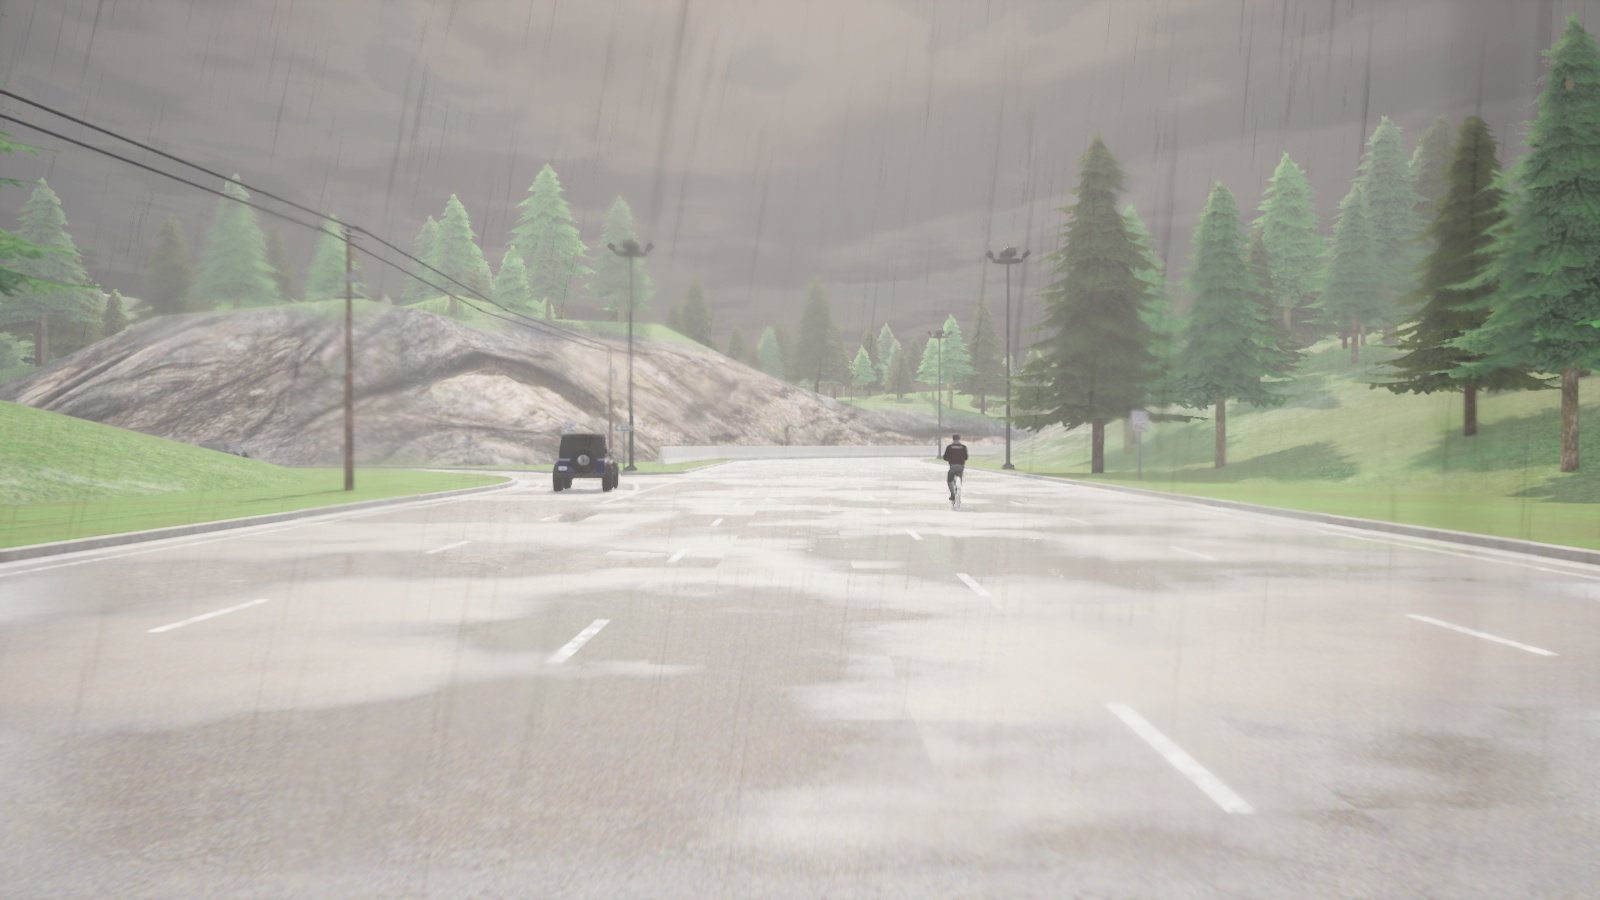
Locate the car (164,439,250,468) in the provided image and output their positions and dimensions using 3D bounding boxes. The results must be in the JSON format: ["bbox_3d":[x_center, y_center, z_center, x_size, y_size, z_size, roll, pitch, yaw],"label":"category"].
[{"bbox_3d":[-37.078,0.221,78.591,4.553,1.767,2.097,0,0,12],"label":"car"}]

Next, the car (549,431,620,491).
[{"bbox_3d":[-7.048,0.350,41.383,1.905,1.878,3.866,0,0,-4],"label":"car"}]

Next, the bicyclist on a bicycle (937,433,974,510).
[{"bbox_3d":[3.687,0.485,29.951,0.659,1.776,1.843,0,0,0],"label":"bicyclist on a bicycle"}]
